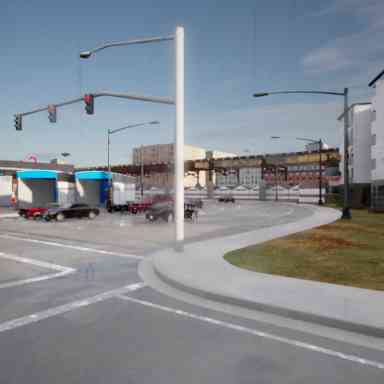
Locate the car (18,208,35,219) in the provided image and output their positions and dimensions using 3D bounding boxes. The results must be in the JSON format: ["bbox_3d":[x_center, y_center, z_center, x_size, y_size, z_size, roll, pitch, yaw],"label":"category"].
[{"bbox_3d":[-12.270,1.599,28.650,1.895,1.301,4.718,0,0,37],"label":"car"}]

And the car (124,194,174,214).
[{"bbox_3d":[-4.104,1.220,34.405,2.150,2.045,5.566,0,0,30],"label":"car"}]

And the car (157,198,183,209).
[{"bbox_3d":[-2.927,1.546,46.016,2.033,1.411,5.357,0,0,15],"label":"car"}]

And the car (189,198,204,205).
[{"bbox_3d":[0.148,1.546,44.088,2.033,1.411,5.357,0,0,16],"label":"car"}]

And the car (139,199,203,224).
[{"bbox_3d":[-1.450,1.504,25.337,1.837,1.490,4.892,0,0,35],"label":"car"}]

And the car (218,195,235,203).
[{"bbox_3d":[7.106,1.354,69.267,2.097,1.767,4.553,0,0,-18],"label":"car"}]

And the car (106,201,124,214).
[{"bbox_3d":[-7.084,1.599,36.209,1.895,1.301,4.718,0,0,30],"label":"car"}]

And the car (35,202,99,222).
[{"bbox_3d":[-9.567,1.525,26.468,1.812,1.442,4.674,0,0,36],"label":"car"}]
